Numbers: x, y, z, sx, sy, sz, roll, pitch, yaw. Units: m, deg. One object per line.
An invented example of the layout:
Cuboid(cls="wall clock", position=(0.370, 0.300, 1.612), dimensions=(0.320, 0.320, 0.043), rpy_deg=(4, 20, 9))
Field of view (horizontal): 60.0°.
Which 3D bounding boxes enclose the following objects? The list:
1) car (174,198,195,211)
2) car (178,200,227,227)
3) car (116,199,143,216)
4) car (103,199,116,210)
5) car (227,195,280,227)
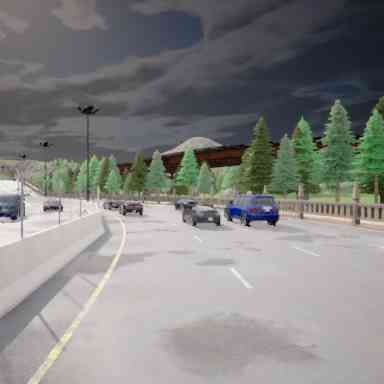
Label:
Cuboid(cls="car", position=(-0.670, 1.504, 38.402), dimensions=(1.837, 1.490, 4.892), rpy_deg=(0, 0, -21))
Cuboid(cls="car", position=(0.573, 1.526, 22.869), dimensions=(1.812, 1.442, 4.674), rpy_deg=(0, 0, -14))
Cuboid(cls="car", position=(-6.131, 1.505, 33.075), dimensions=(1.837, 1.490, 4.892), rpy_deg=(0, 0, -19))
Cuboid(cls="car", position=(-10.073, 1.547, 42.749), dimensions=(2.033, 1.411, 5.357), rpy_deg=(0, 0, -27))
Cuboid(cls="car", position=(4.077, 1.224, 23.356), dimensions=(2.150, 2.045, 5.566), rpy_deg=(0, 0, -13))
